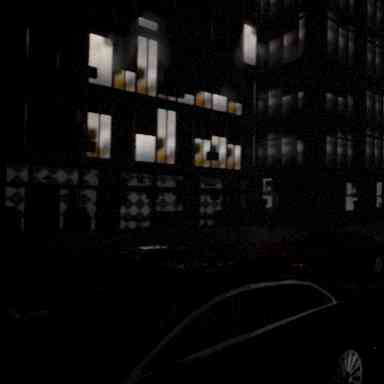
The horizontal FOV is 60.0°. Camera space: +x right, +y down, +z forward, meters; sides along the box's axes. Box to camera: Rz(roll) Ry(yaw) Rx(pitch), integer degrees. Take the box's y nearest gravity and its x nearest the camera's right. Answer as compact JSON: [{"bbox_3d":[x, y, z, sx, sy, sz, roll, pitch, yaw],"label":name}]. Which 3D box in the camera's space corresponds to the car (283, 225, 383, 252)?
[{"bbox_3d":[3.627,1.634,9.136,4.507,1.381,1.887,1,0,-36],"label":"car"}]

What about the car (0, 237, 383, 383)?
[{"bbox_3d":[-0.061,1.511,3.336,4.902,1.511,2.128,1,0,-36],"label":"car"}]

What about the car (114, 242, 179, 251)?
[{"bbox_3d":[-0.888,1.611,5.915,4.206,1.307,1.802,1,0,-36],"label":"car"}]
